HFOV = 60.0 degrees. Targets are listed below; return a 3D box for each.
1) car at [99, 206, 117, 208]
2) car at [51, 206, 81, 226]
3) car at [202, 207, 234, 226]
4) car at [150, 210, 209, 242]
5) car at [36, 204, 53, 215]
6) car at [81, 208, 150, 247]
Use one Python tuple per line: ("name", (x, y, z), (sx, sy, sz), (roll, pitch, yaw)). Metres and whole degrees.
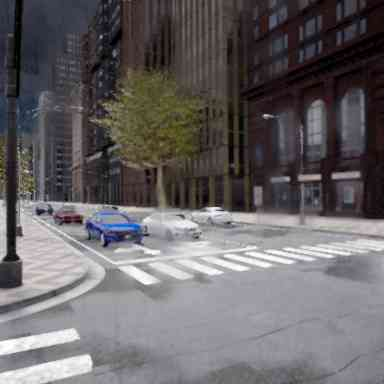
("car", (-7.358, 2.055, 29.567), (1.837, 1.490, 4.892), (0, 0, -29))
("car", (-10.815, 2.178, 29.074), (1.895, 1.301, 4.718), (0, -1, -29))
("car", (1.555, 1.963, 27.175), (1.812, 1.442, 4.674), (0, -1, -29))
("car", (-1.261, 1.858, 18.789), (1.812, 1.442, 4.674), (0, -1, -32))
("car", (-20.930, 2.430, 47.143), (1.882, 1.535, 5.008), (0, -1, -29))
("car", (-4.127, 1.813, 17.246), (1.882, 1.535, 5.008), (0, -1, -30))
